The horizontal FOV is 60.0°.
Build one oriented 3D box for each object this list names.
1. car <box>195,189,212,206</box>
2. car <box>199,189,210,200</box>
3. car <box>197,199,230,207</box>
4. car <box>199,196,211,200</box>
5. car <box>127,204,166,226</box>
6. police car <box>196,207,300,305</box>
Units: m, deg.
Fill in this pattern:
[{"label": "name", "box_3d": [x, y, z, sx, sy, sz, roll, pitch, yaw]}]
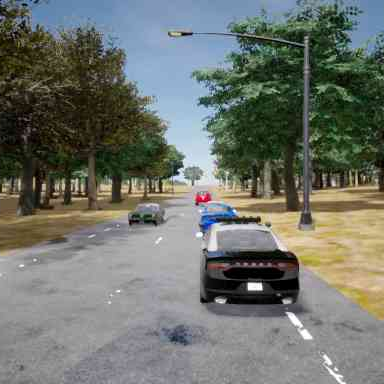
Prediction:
[{"label": "car", "box_3d": [1.617, 0.805, 46.158, 2.150, 2.045, 5.566, 0, 1, 3]}, {"label": "car", "box_3d": [2.489, 0.467, 67.354, 2.150, 2.045, 5.566, 0, 1, 3]}, {"label": "car", "box_3d": [1.405, 1.401, 18.121, 1.882, 1.535, 5.008, 0, 1, 2]}, {"label": "car", "box_3d": [1.669, 1.315, 24.290, 1.801, 1.575, 5.366, 0, 1, 3]}, {"label": "car", "box_3d": [-2.963, 1.487, 22.319, 1.895, 1.301, 4.718, 0, 1, 2]}, {"label": "police car", "box_3d": [1.128, 1.409, 8.293, 1.930, 1.638, 5.238, 0, 0, 1]}]
